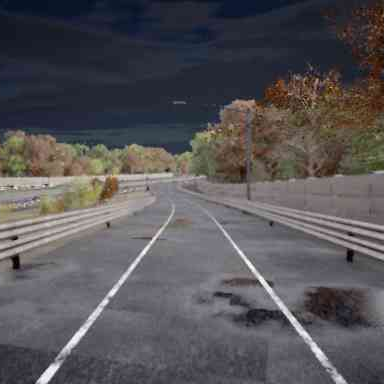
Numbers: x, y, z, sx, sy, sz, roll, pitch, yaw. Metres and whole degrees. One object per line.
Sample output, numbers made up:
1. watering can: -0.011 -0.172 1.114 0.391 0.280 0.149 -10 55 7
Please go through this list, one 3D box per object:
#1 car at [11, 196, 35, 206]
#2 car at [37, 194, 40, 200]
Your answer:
1. car: -32.458 1.976 63.221 1.882 1.535 5.008 1 4 15
2. car: -33.185 1.214 74.015 1.837 1.490 4.892 1 4 15
